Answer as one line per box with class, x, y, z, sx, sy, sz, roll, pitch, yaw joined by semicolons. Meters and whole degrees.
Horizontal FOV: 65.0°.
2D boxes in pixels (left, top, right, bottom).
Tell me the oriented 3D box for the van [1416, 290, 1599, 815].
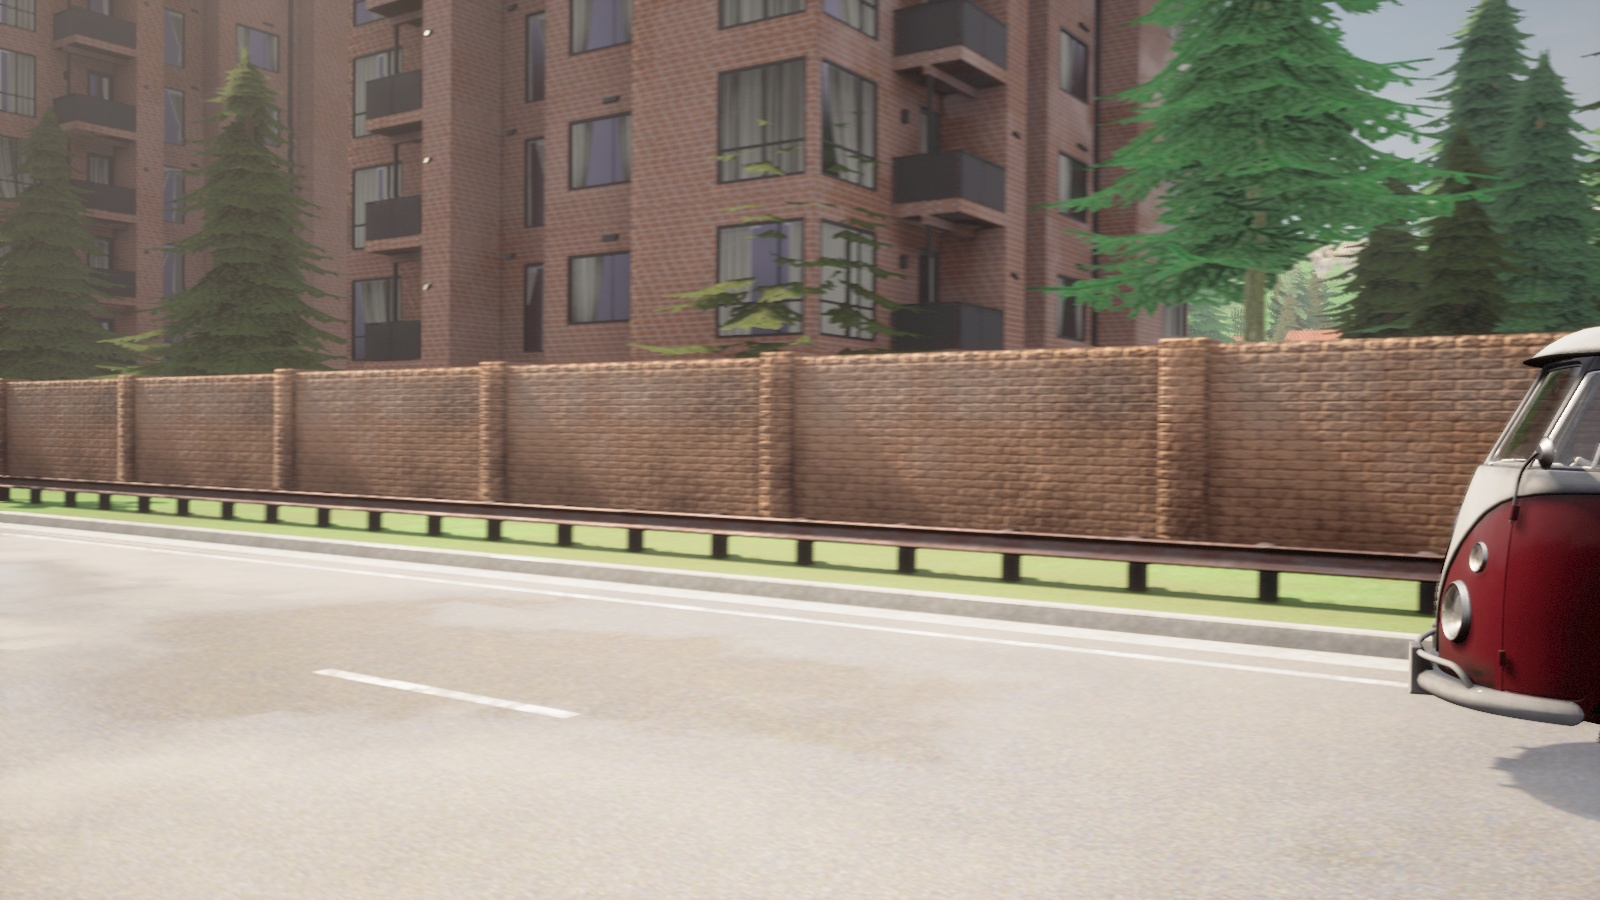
van;4.842;0.377;4.603;4.442;1.987;1.775;0;1;34
